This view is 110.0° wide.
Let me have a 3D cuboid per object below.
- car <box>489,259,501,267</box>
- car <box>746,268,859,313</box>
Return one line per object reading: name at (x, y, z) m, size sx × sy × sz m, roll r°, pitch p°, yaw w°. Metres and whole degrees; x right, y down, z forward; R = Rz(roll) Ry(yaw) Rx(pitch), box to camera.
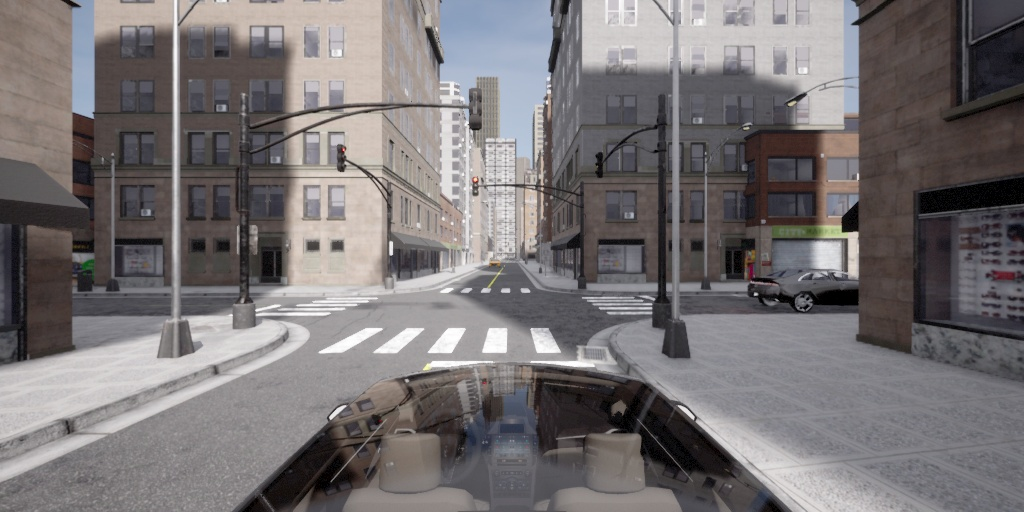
car at (-2.995, 1.193, 62.918) m, size 1.882 × 1.535 × 5.008 m, roll 0°, pitch 0°, yaw 0°
car at (11.428, 1.206, 13.234) m, size 4.902 × 1.511 × 2.128 m, roll 0°, pitch 0°, yaw 0°
